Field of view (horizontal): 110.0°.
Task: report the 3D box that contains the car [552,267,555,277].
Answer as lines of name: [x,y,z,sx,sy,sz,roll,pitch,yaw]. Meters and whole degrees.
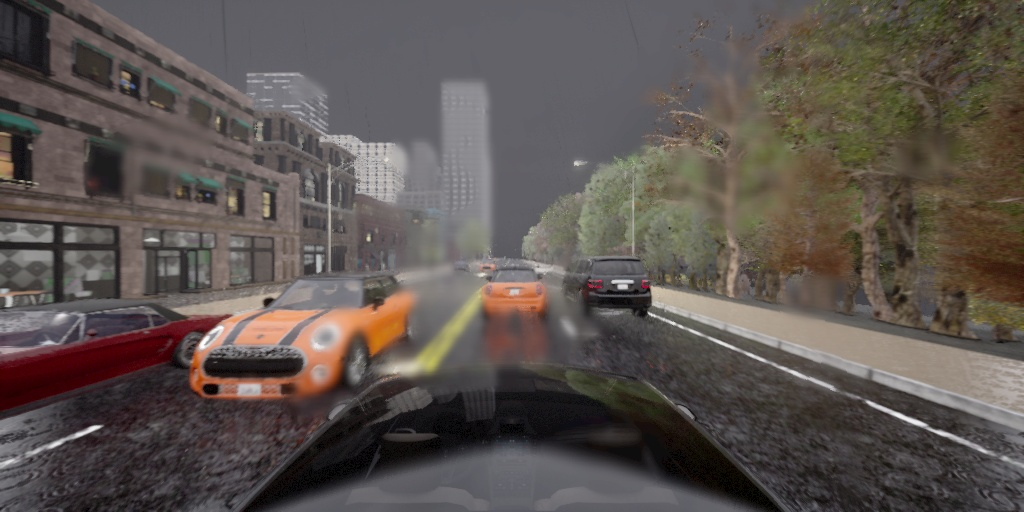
car: [3.342,1.504,37.711,1.895,1.301,4.718,0,0,0]

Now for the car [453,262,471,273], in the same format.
car: [-6.585,1.491,47.598,2.033,1.411,5.357,0,0,0]

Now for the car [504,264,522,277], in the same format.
car: [0.092,1.509,38.752,1.895,1.301,4.718,0,0,0]

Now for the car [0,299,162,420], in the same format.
car: [-6.601,1.365,5.084,1.895,1.301,4.718,0,0,0]

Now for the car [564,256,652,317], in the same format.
car: [3.348,1.024,13.515,2.150,2.045,5.566,0,0,0]

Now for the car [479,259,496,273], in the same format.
car: [-3.332,1.302,49.377,2.097,1.767,4.553,0,0,0]

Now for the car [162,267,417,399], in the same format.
car: [-3.350,1.124,6.822,2.097,1.767,4.553,0,0,0]

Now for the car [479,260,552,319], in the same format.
car: [0.097,1.151,13.196,2.097,1.767,4.553,0,0,0]
